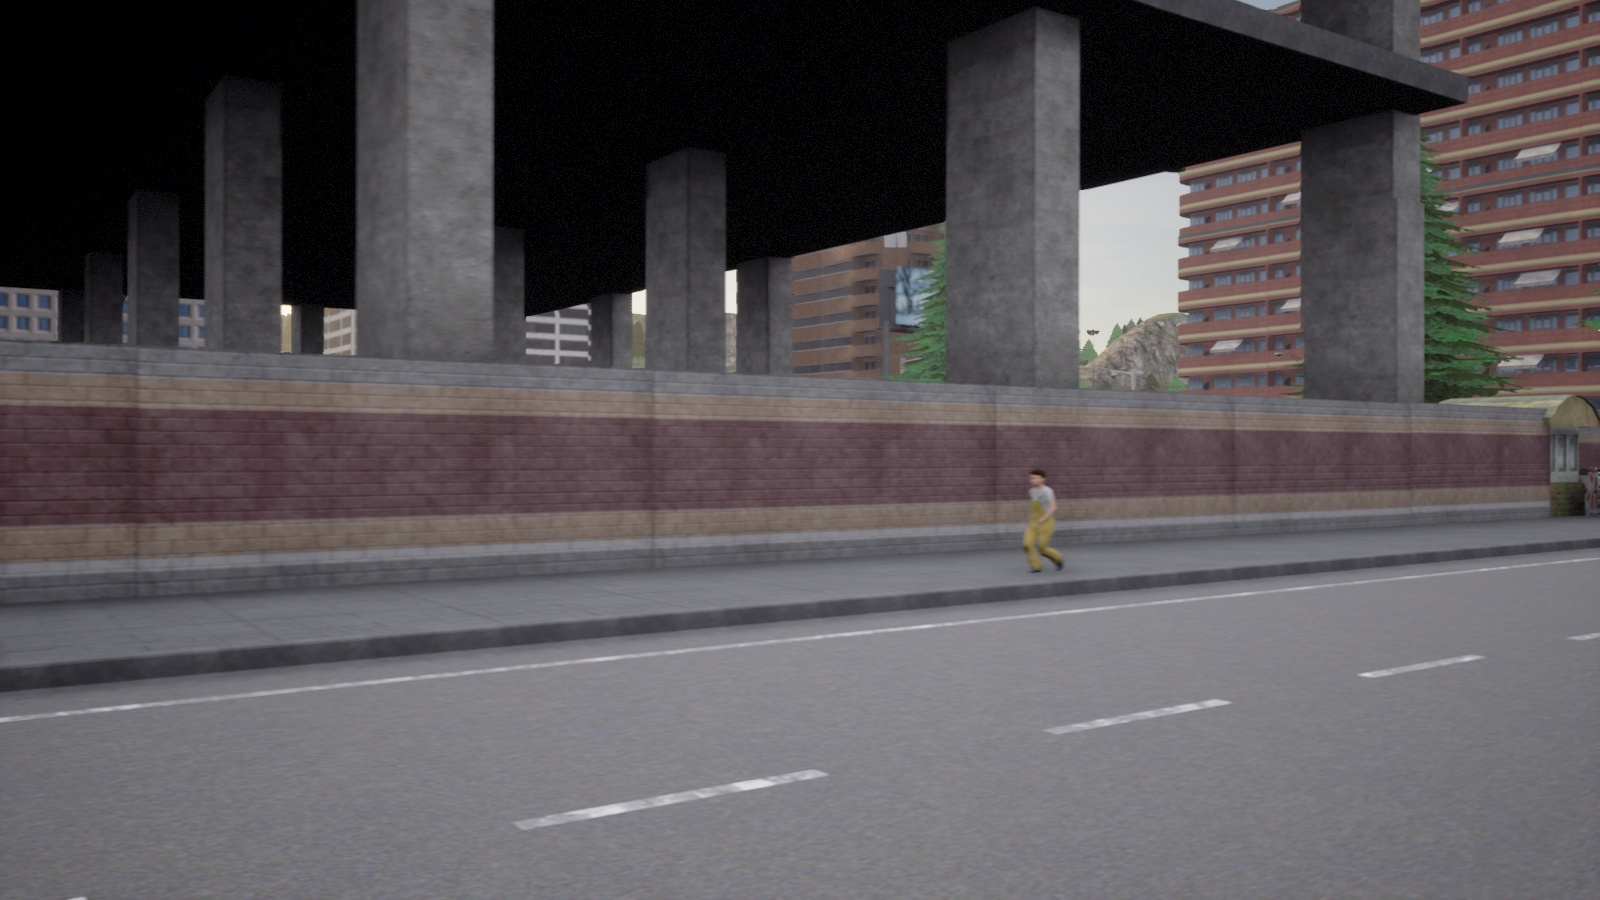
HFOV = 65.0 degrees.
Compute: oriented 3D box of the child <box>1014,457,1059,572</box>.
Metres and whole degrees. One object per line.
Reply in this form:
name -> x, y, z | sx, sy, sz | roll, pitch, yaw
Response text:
child -> 2.647, 0.708, 14.047 | 0.437, 1.263, 0.270 | 0, 0, -36
